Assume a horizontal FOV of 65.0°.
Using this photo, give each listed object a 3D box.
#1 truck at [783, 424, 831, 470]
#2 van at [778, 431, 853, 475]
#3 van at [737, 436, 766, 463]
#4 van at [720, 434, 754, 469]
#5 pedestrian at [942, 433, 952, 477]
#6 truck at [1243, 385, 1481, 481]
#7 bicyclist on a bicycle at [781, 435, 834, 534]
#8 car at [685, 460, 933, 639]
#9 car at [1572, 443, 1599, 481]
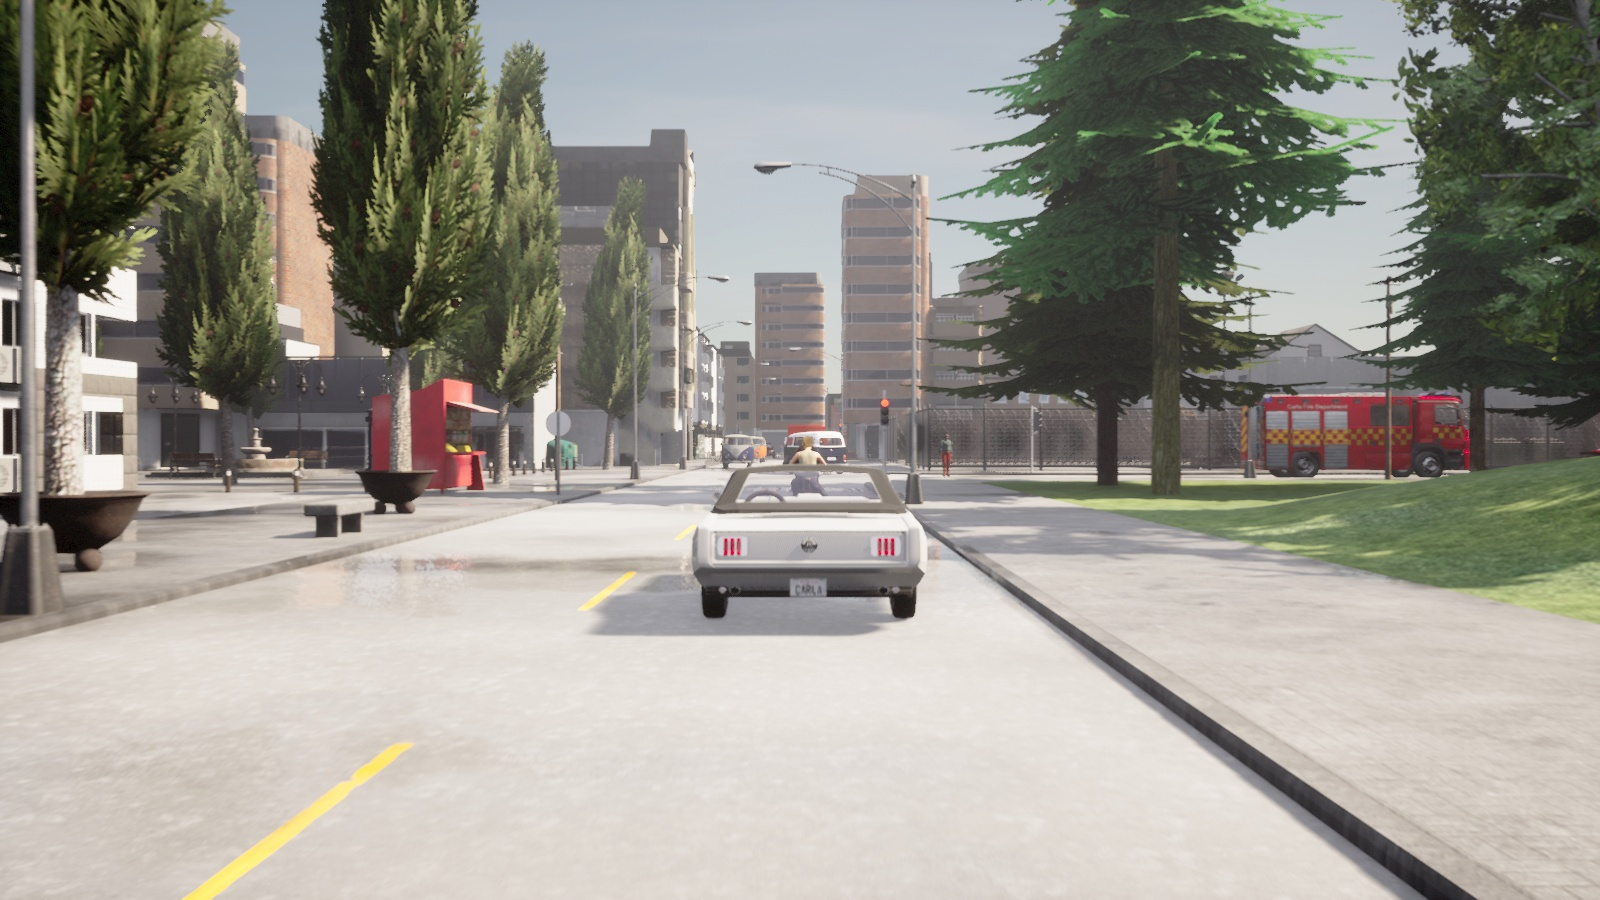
[{"bbox_3d":[0.351,-0.143,70.692,2.627,2.467,5.204,0,0,-1],"label":"truck"},{"bbox_3d":[0.694,0.132,60.475,2.069,2.038,4.480,0,0,-21],"label":"van"},{"bbox_3d":[-3.549,-0.027,93.421,1.775,1.987,4.442,0,0,3],"label":"van"},{"bbox_3d":[-3.651,0.083,73.743,1.775,1.987,4.442,0,0,0],"label":"van"},{"bbox_3d":[6.200,0.206,52.994,0.353,1.847,0.614,0,0,1],"label":"pedestrian"},{"bbox_3d":[22.980,-0.689,51.638,8.468,3.827,2.891,0,0,0],"label":"truck"},{"bbox_3d":[0.129,0.564,21.240,0.866,1.612,1.509,0,0,1],"label":"bicyclist on a bicycle"},{"bbox_3d":[0.083,0.780,11.968,1.895,1.301,4.718,0,0,0],"label":"car"},{"bbox_3d":[34.779,0.463,51.583,5.008,1.535,1.882,0,0,-1],"label":"car"}]
